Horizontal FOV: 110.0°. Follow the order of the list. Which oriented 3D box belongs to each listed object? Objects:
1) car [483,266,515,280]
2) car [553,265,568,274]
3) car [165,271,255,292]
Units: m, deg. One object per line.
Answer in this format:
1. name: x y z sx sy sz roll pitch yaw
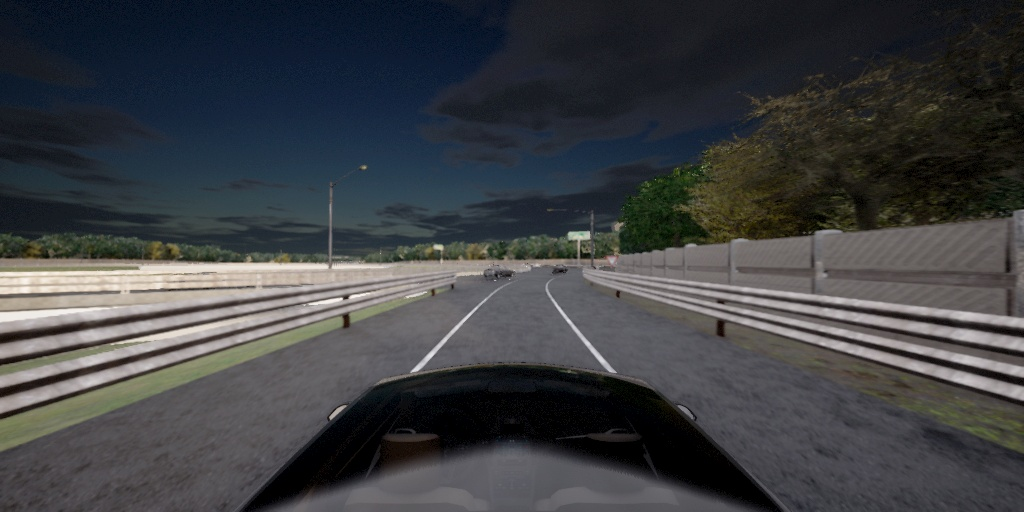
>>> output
1. car: -1.436 1.944 42.368 2.128 1.511 4.902 0 -1 32
2. car: 8.403 2.308 62.005 1.882 1.535 5.008 0 -1 20
3. car: -18.285 1.622 21.920 4.181 1.385 1.994 1 -2 -44
